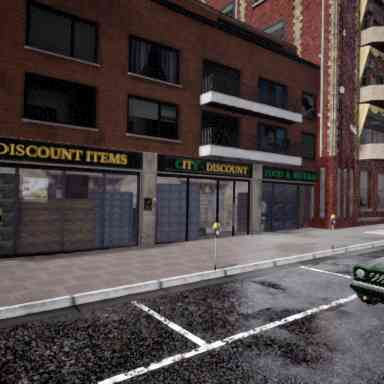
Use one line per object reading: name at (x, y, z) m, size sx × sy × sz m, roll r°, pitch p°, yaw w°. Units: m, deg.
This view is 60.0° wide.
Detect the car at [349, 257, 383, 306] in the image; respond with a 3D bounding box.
car at (5.301, 1.605, 6.881) m, size 4.718 × 1.301 × 1.895 m, roll 0°, pitch 0°, yaw -36°
